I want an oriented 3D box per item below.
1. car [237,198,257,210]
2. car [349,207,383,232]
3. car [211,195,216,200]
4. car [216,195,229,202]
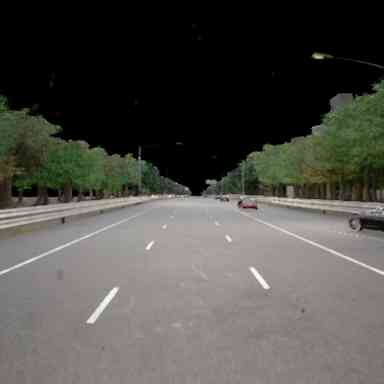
[{"bbox_3d":[7.059,1.487,42.734,1.994,1.385,4.181,0,0,-1],"label":"car"},{"bbox_3d":[10.296,1.484,17.170,2.128,1.511,4.902,0,0,-14],"label":"car"},{"bbox_3d":[7.131,1.597,94.554,1.895,1.301,4.718,0,0,0],"label":"car"},{"bbox_3d":[7.042,1.422,73.522,1.812,1.442,4.674,0,0,0],"label":"car"}]
